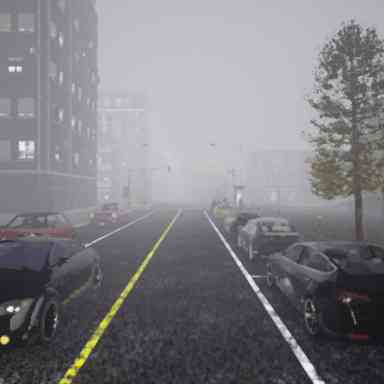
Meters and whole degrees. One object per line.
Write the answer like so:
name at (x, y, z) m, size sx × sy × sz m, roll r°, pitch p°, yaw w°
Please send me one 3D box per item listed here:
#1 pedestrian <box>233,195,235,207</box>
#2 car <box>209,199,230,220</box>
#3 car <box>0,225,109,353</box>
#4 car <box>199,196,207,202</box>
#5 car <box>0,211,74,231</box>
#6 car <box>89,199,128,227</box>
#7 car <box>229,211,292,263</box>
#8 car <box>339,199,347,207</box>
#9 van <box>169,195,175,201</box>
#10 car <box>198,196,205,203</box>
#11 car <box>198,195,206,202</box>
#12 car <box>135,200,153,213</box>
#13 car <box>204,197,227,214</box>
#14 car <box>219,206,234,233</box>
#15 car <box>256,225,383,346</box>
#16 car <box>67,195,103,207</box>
pedestrian at (6.144, 1.280, 48.633) m, size 0.375 × 1.860 × 0.375 m, roll 0°, pitch 0°, yaw 0°
car at (2.696, 1.606, 28.718) m, size 1.752 × 1.417 × 4.829 m, roll 0°, pitch 0°, yaw 0°
car at (-3.099, 1.580, 6.220) m, size 1.994 × 1.385 × 4.181 m, roll 0°, pitch 0°, yaw 0°
car at (2.705, 1.717, 83.276) m, size 1.967 × 1.590 × 4.097 m, roll 0°, pitch 0°, yaw 0°
car at (-5.688, 1.472, 11.932) m, size 1.967 × 1.590 × 4.097 m, roll 0°, pitch 0°, yaw 0°
car at (-5.686, 1.504, 23.011) m, size 1.967 × 1.590 × 4.097 m, roll 0°, pitch 0°, yaw 0°
car at (2.693, 1.583, 11.929) m, size 2.008 × 1.369 × 4.403 m, roll 0°, pitch 0°, yaw 0°
car at (26.161, 1.824, 54.113) m, size 4.507 × 1.381 × 1.887 m, roll 0°, pitch 0°, yaw 0°
van at (-5.675, 1.670, 94.673) m, size 1.690 × 1.788 × 3.998 m, roll 0°, pitch 0°, yaw 0°
car at (2.704, 1.802, 77.579) m, size 2.008 × 1.369 × 4.403 m, roll 0°, pitch 0°, yaw 0°
car at (2.705, 1.742, 88.973) m, size 1.967 × 1.590 × 4.097 m, roll 0°, pitch 0°, yaw 0°
car at (-5.684, 1.637, 39.460) m, size 1.752 × 1.417 × 4.829 m, roll 0°, pitch 0°, yaw 0°
car at (2.697, 1.411, 34.089) m, size 2.192 × 1.841 × 5.009 m, roll 0°, pitch 0°, yaw 0°
car at (2.693, 1.614, 17.469) m, size 1.947 × 1.339 × 4.313 m, roll 0°, pitch 0°, yaw 0°
car at (2.692, 1.583, 6.392) m, size 1.947 × 1.339 × 4.313 m, roll 0°, pitch 0°, yaw 0°
car at (-17.263, 1.416, 53.866) m, size 5.009 × 1.841 × 2.192 m, roll 0°, pitch 0°, yaw 0°
